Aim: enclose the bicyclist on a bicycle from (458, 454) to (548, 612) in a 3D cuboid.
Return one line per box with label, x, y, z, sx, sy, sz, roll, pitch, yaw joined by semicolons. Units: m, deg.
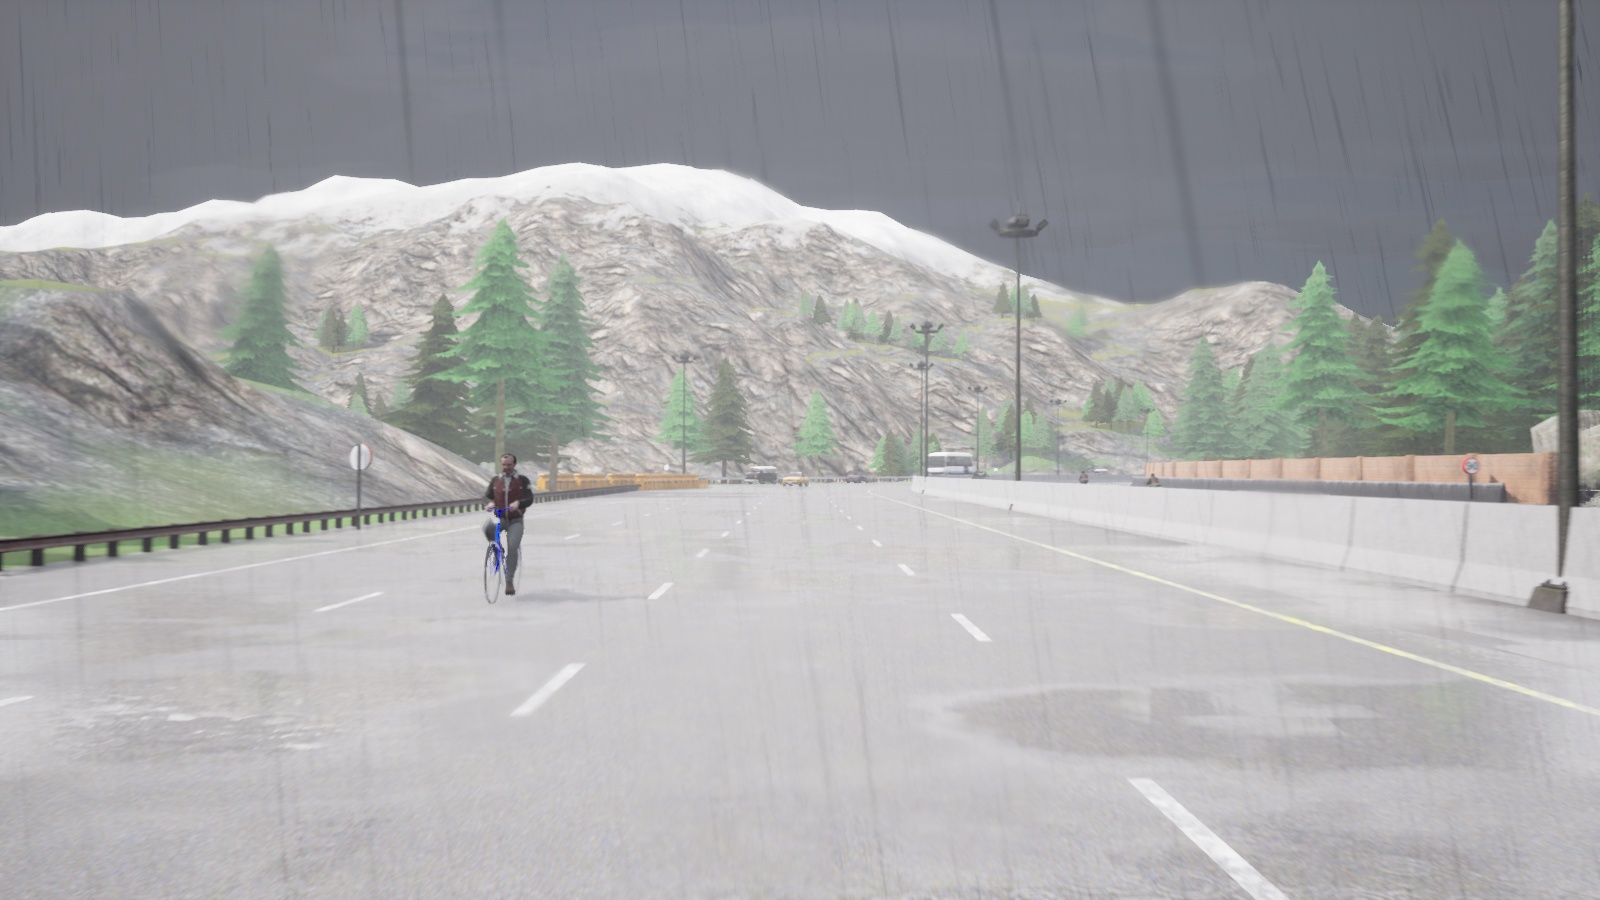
bicyclist on a bicycle;-3.537;0.951;15.100;0.659;1.776;1.843;0;-1;0
